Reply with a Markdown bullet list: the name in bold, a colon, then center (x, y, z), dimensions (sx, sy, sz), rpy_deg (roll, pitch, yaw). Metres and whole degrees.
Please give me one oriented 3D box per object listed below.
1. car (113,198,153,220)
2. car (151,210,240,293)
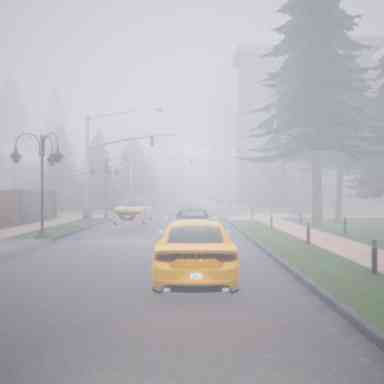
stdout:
- **car**: center (-3.588, 1.093, 20.786), dimensions (1.882, 1.535, 5.008), rpy_deg (0, 0, 0)
- **car**: center (0.074, 1.461, 8.844), dimensions (1.882, 1.535, 5.008), rpy_deg (0, 0, 0)
